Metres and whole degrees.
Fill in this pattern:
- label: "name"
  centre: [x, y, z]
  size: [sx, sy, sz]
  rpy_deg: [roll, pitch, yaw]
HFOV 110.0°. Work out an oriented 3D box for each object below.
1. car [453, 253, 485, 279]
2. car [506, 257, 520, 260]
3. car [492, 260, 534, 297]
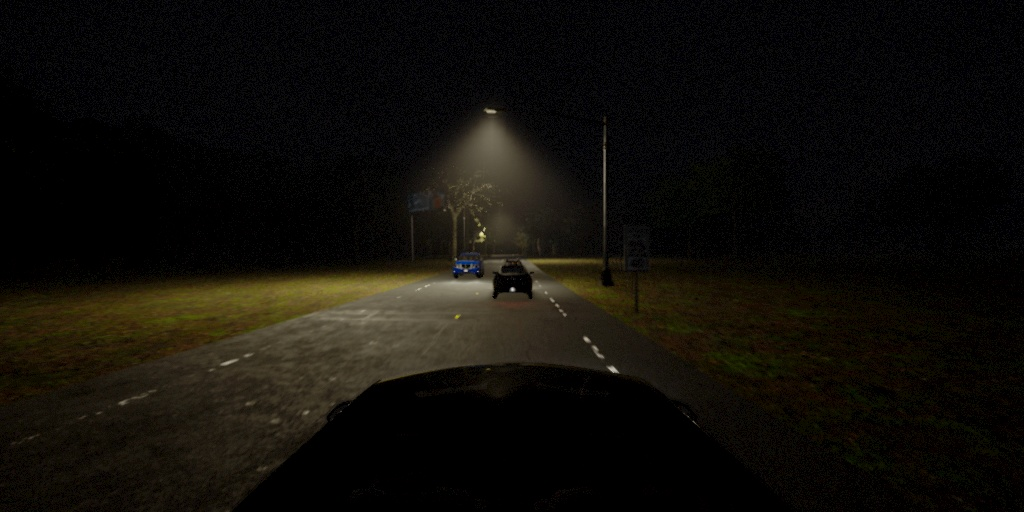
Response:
- label: "car"
  centre: [-3.507, 0.734, 30.055]
  size: [2.150, 2.045, 5.566]
  rpy_deg: [0, 1, 0]
- label: "car"
  centre: [0.087, 0.889, 37.182]
  size: [2.128, 1.511, 4.902]
  rpy_deg: [0, 1, 0]
- label: "car"
  centre: [0.045, 1.156, 17.925]
  size: [1.837, 1.490, 4.892]
  rpy_deg: [0, 1, 1]
